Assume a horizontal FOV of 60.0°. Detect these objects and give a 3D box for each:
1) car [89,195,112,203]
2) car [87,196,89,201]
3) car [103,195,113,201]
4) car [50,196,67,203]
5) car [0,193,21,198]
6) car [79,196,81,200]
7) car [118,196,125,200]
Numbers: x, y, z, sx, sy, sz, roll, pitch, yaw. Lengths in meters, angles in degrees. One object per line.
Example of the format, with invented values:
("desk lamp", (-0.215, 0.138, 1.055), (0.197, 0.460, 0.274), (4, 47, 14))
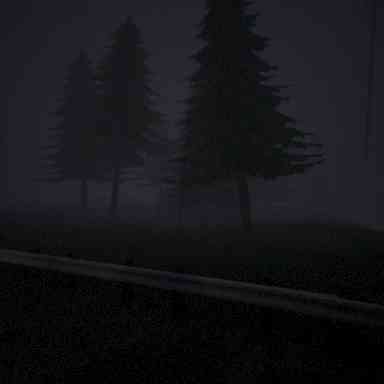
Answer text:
("car", (-18.160, 1.547, 66.646), (2.033, 1.411, 5.357), (0, 0, 4))
("car", (-21.431, 1.500, 71.639), (1.837, 1.490, 4.892), (0, 0, 2))
("car", (-22.220, 1.525, 88.247), (2.128, 1.511, 4.902), (0, 0, -10))
("car", (-28.477, 1.596, 71.133), (1.895, 1.301, 4.718), (0, 0, 2))
("car", (-38.980, 1.225, 71.219), (2.150, 2.045, 5.566), (0, 0, 5))
("car", (-29.656, 1.595, 90.481), (1.895, 1.301, 4.718), (0, 0, -14))
("car", (-18.529, 1.595, 86.902), (1.895, 1.301, 4.718), (0, 0, -10))
